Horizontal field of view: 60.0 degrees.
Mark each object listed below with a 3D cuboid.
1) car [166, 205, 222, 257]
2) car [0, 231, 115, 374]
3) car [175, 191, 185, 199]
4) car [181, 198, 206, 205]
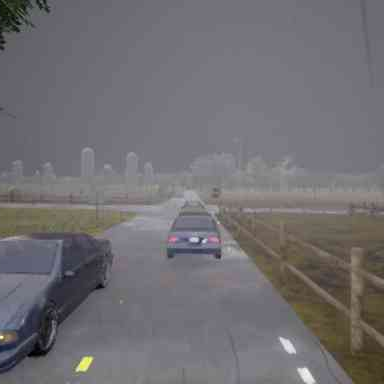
[{"bbox_3d":[0.095,1.439,12.329,2.033,1.411,5.357,0,1,1],"label":"car"},{"bbox_3d":[-2.849,1.494,6.198,2.033,1.411,5.357,0,0,0],"label":"car"},{"bbox_3d":[-2.747,0.626,74.729,2.097,1.767,4.553,0,1,0],"label":"car"},{"bbox_3d":[0.091,1.346,24.234,1.994,1.385,4.181,0,1,0],"label":"car"}]
